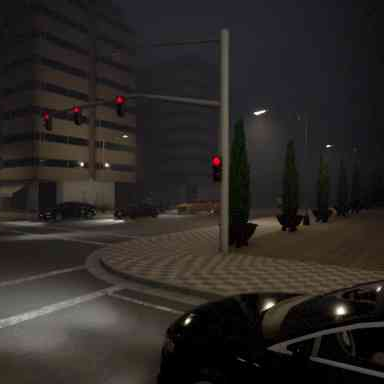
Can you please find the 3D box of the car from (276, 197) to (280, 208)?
[{"bbox_3d":[14.498,1.272,49.936,2.150,2.045,5.566,0,0,35],"label":"car"}]

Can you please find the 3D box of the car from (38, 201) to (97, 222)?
[{"bbox_3d":[-10.172,1.552,27.488,1.837,1.490,4.892,0,0,35],"label":"car"}]

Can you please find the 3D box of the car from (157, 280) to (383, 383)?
[{"bbox_3d":[1.890,1.492,2.626,4.902,1.511,2.128,0,0,36],"label":"car"}]

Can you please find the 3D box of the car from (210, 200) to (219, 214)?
[{"bbox_3d":[4.238,1.402,35.421,2.097,1.767,4.553,0,0,35],"label":"car"}]

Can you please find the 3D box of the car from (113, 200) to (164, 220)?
[{"bbox_3d":[-4.797,1.613,29.032,1.994,1.385,4.181,0,0,35],"label":"car"}]

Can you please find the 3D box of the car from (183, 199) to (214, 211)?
[{"bbox_3d":[0.899,1.612,43.135,1.994,1.385,4.181,0,0,36],"label":"car"}]

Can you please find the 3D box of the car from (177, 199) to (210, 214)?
[{"bbox_3d":[0.353,1.526,36.320,1.882,1.535,5.008,0,0,35],"label":"car"}]

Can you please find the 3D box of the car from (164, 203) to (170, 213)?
[{"bbox_3d":[-4.552,1.595,35.445,2.033,1.411,5.357,0,0,35],"label":"car"}]
